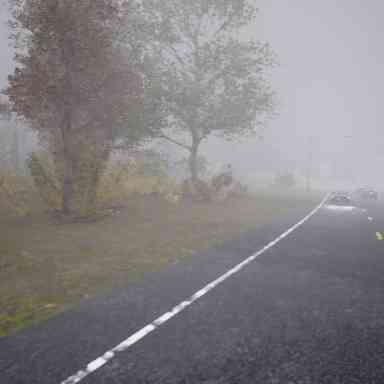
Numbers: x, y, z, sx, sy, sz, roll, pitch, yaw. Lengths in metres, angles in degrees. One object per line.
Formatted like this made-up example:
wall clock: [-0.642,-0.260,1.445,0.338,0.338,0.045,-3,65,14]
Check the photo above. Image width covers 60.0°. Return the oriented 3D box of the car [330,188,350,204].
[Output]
car: [15.776,0.541,35.391,1.895,1.301,4.718,3,3,24]

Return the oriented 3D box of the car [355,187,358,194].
car: [30.901,-0.206,60.758,1.837,1.490,4.892,3,3,24]

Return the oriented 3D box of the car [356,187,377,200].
car: [24.627,0.237,46.327,2.128,1.511,4.902,3,3,24]
